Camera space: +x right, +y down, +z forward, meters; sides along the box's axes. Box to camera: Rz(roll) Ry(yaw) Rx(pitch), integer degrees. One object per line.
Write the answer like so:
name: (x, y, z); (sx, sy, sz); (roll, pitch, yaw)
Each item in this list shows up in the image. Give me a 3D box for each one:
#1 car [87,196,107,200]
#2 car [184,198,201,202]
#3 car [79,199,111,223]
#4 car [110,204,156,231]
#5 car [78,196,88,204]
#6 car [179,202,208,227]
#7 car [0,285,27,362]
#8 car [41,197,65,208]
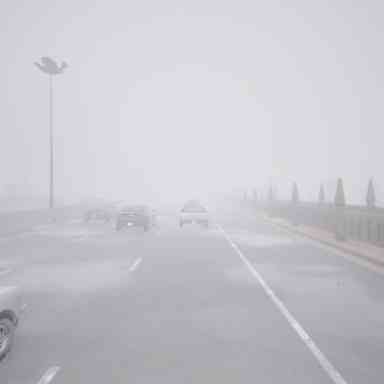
car: (-14.068, 1.564, 51.289); (1.837, 1.490, 4.892); (0, 0, 0)
car: (0.093, 1.539, 41.350); (1.837, 1.490, 4.892); (0, 0, 0)
car: (-6.904, 1.533, 25.688); (1.812, 1.442, 4.674); (0, 0, 0)
car: (-3.403, 1.509, 20.590); (1.837, 1.490, 4.892); (0, 0, 0)
car: (-17.553, 1.428, 56.169); (2.097, 1.767, 4.553); (0, 0, 0)
car: (0.096, 1.607, 23.143); (1.895, 1.301, 4.718); (0, 0, 0)
car: (-3.401, 1.601, 2.864); (1.895, 1.301, 4.718); (0, 0, 0)
car: (-21.068, 1.534, 50.509); (1.882, 1.535, 5.008); (0, 0, 0)
